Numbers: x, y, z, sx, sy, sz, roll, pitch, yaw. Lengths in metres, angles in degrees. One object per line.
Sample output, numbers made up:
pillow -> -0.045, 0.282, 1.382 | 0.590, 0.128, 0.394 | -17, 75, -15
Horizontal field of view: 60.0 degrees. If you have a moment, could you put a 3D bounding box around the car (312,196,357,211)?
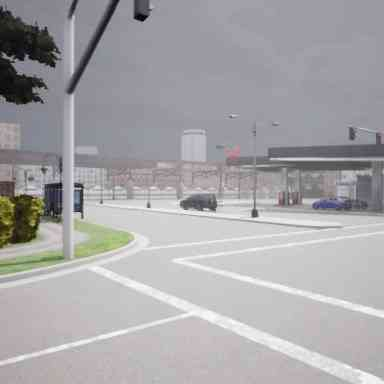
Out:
car -> 16.858, 1.360, 40.238 | 2.242, 1.667, 4.611 | 0, 0, -35

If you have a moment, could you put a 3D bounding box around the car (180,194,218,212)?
car -> 0.775, 1.263, 40.343 | 2.150, 2.045, 5.566 | 0, 0, -35

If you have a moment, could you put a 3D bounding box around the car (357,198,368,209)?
car -> 21.122, 1.531, 44.162 | 1.970, 1.475, 3.806 | 0, 0, -35
